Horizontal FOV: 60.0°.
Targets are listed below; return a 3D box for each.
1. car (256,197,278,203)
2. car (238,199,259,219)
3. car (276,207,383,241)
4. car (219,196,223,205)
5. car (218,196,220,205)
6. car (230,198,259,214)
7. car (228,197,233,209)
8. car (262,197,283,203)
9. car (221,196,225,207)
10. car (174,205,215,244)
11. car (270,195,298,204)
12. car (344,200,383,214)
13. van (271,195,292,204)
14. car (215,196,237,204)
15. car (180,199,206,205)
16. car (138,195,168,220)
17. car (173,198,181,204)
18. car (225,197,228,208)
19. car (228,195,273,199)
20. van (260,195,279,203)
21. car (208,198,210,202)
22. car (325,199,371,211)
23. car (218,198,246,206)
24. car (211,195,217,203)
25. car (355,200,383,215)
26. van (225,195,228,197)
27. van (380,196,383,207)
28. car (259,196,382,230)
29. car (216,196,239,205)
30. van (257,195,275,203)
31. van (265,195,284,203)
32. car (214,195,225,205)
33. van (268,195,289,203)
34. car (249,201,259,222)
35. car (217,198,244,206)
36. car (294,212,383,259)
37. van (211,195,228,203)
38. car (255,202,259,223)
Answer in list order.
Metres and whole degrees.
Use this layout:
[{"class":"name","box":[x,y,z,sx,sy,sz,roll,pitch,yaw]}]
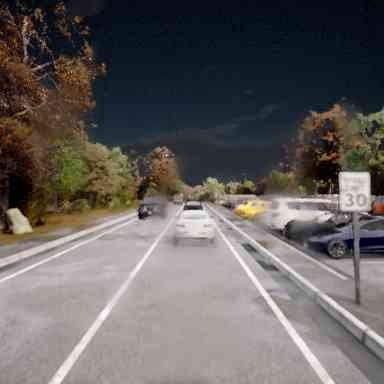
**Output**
[{"class":"car","box":[20.325,2.126,90.239,5.366,1.575,1.946,0,-1,0]},{"class":"car","box":[6.725,1.621,26.699,5.366,1.575,1.946,0,0,0]},{"class":"car","box":[6.826,1.636,15.593,5.008,1.535,2.097,0,0,0]},{"class":"car","box":[7.085,1.757,51.672,4.792,1.488,2.163,0,0,0]},{"class":"car","box":[7.108,1.778,54.448,4.792,1.488,2.163,0,0,0]},{"class":"car","box":[6.772,1.617,32.372,5.366,1.575,1.946,0,0,0]},{"class":"car","box":[6.995,1.632,37.791,4.892,1.521,2.231,0,0,0]},{"class":"car","box":[20.469,1.998,84.701,5.008,1.535,2.097,0,-1,0]},{"class":"car","box":[7.063,1.736,48.896,4.792,1.488,2.163,0,0,0]},{"class":"car","box":[0.097,1.583,16.133,1.812,1.442,4.674,0,0,0]},{"class":"car","box":[20.347,1.637,73.768,5.566,2.045,2.435,0,0,0]},{"class":"car","box":[20.109,1.653,37.633,4.792,1.488,2.163,0,0,0]},{"class":"van","box":[20.514,1.684,76.537,4.442,1.987,1.878,0,0,0]},{"class":"car","box":[7.242,1.749,71.105,4.553,1.767,2.185,0,0,0]},{"class":"car","box":[0.126,1.604,32.452,1.882,1.535,5.008,0,0,0]},{"class":"car","box":[-3.329,1.333,29.329,2.150,2.045,5.566,0,0,0]},{"class":"car","box":[-3.019,1.978,71.440,1.895,1.301,4.718,0,-1,0]},{"class":"car","box":[7.076,1.694,43.343,4.792,1.488,2.163,0,0,0]},{"class":"car","box":[7.055,1.520,40.571,4.553,1.767,2.185,0,0,0]},{"class":"van","box":[20.370,1.838,87.477,4.442,1.987,1.878,0,-1,0]},{"class":"car","box":[7.392,1.707,82.210,5.566,2.045,2.435,0,0,0]},{"class":"car","box":[20.131,1.657,43.171,5.008,1.535,2.097,0,0,0]},{"class":"car","box":[7.189,1.791,60.000,4.892,1.521,2.231,0,0,0]},{"class":"car","box":[7.042,1.830,65.553,5.366,1.575,1.946,0,0,0]},{"class":"car","box":[20.088,1.645,34.993,4.792,1.488,2.163,0,0,0]},{"class":"van","box":[7.186,1.459,46.120,4.442,1.987,1.878,0,0,0]},{"class":"van","box":[20.153,1.387,32.222,4.442,1.987,1.878,0,0,0]},{"class":"car","box":[6.871,1.382,18.369,5.566,2.045,2.435,0,0,0]},{"class":"car","box":[7.219,1.728,68.329,4.553,1.767,2.185,0,0,0]},{"class":"van","box":[20.649,1.969,93.013,4.442,1.987,1.878,0,-1,0]},{"class":"van","box":[20.326,1.726,82.087,4.442,1.987,1.878,0,-1,0]},{"class":"car","box":[6.974,1.766,57.225,5.366,1.575,1.946,0,0,0]},{"class":"van","box":[20.536,1.704,79.182,4.442,1.987,1.878,0,0,0]},{"class":"car","box":[6.895,1.628,23.922,4.892,1.521,2.231,0,0,0]},{"class":"car","box":[7.199,1.813,62.776,4.892,1.521,2.231,0,0,0]},{"class":"car","box":[6.769,1.669,12.818,4.792,1.488,2.163,0,0,0]},{"class":"van","box":[7.292,1.849,87.745,4.442,1.987,1.878,0,-1,0]},{"class":"car","box":[7.051,1.627,21.144,5.366,1.575,1.946,0,0,0]}]
